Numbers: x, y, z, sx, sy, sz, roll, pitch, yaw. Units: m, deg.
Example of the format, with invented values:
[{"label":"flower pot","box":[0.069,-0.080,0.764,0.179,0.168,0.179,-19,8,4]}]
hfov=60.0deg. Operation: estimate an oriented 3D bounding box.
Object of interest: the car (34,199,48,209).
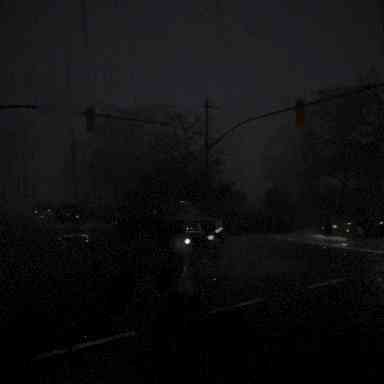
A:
[{"label":"car","box":[-23.844,1.777,52.393,1.837,1.490,4.892,0,-1,-25]}]

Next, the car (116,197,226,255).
[{"label":"car","box":[-1.126,1.250,13.941,2.150,2.045,5.566,0,0,-41]}]

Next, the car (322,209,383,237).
[{"label":"car","box":[9.221,1.657,18.680,4.181,1.385,1.994,0,0,-33]}]

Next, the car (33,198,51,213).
[{"label":"car","box":[-16.765,1.652,38.393,2.033,1.411,5.357,0,-1,-28]}]

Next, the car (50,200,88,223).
[{"label":"car","box":[-9.415,1.537,25.757,1.837,1.490,4.892,0,0,-31]}]
